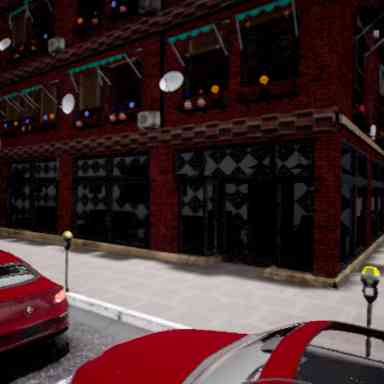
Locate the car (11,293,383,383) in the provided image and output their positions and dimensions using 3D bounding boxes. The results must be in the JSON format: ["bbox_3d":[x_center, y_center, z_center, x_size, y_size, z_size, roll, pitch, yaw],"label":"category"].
[{"bbox_3d":[0.849,1.582,2.104,4.206,1.307,1.802,0,1,35],"label":"car"}]

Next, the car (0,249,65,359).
[{"bbox_3d":[-3.669,1.573,5.325,4.206,1.307,1.802,0,1,35],"label":"car"}]
